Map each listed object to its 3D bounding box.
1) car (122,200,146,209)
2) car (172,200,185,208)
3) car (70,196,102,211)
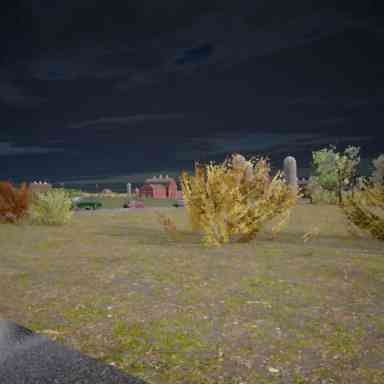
[{"bbox_3d":[-9.561,2.057,55.249,1.994,1.385,4.181,-1,-1,36],"label":"car"},{"bbox_3d":[-1.369,2.078,60.467,2.033,1.411,5.357,-1,-1,36],"label":"car"},{"bbox_3d":[-15.408,1.605,47.122,2.150,2.045,5.566,-1,-1,36],"label":"car"}]
